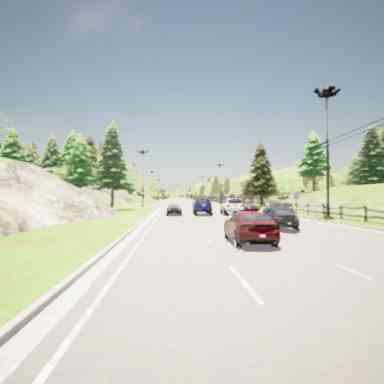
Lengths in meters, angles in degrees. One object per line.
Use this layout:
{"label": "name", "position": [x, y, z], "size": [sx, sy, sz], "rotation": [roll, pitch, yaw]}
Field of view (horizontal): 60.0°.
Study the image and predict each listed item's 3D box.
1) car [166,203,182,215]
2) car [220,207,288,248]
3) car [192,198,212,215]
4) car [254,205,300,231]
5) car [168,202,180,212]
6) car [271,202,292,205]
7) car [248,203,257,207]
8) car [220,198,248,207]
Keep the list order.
{"label": "car", "position": [-2.219, 2.209, 41.504], "size": [1.895, 1.301, 4.718], "rotation": [0, -1, -3]}
{"label": "car", "position": [2.768, 1.700, 16.186], "size": [1.882, 1.535, 5.008], "rotation": [0, -1, -3]}
{"label": "car", "position": [1.246, 1.826, 42.170], "size": [2.150, 2.045, 5.566], "rotation": [0, -1, -3]}
{"label": "car", "position": [5.888, 1.831, 22.852], "size": [1.812, 1.442, 4.674], "rotation": [0, -1, -3]}
{"label": "car", "position": [-2.925, 2.385, 53.540], "size": [1.895, 1.301, 4.718], "rotation": [0, -1, -3]}
{"label": "car", "position": [8.771, 1.796, 33.422], "size": [2.097, 1.767, 4.553], "rotation": [0, -1, -4]}
{"label": "car", "position": [8.029, 2.232, 46.109], "size": [1.895, 1.301, 4.718], "rotation": [0, -1, -3]}
{"label": "car", "position": [4.833, 1.790, 40.809], "size": [2.150, 2.045, 5.566], "rotation": [0, -1, -3]}
